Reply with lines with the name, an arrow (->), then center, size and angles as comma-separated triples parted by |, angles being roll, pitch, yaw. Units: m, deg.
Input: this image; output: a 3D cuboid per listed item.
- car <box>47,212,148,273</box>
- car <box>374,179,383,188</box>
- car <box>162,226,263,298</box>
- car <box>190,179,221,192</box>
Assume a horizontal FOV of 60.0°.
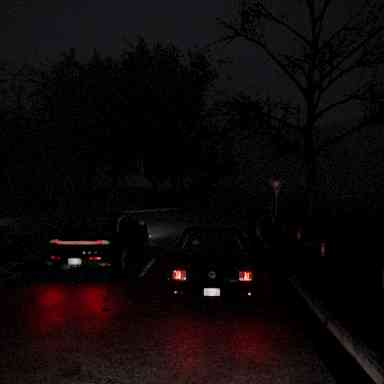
car -> -2.615, 1.352, 10.243 | 2.128, 1.511, 4.902 | 0, 2, 3
car -> 34.874, -1.551, 59.516 | 2.185, 1.767, 4.553 | -1, 4, -15
car -> 0.504, 1.510, 8.331 | 1.895, 1.301, 4.718 | 0, 1, 3
car -> 2.107, -1.121, 52.921 | 2.150, 2.045, 5.566 | -2, 4, -41
